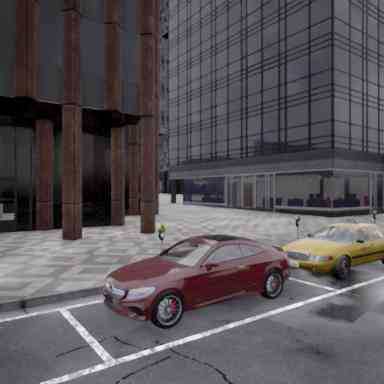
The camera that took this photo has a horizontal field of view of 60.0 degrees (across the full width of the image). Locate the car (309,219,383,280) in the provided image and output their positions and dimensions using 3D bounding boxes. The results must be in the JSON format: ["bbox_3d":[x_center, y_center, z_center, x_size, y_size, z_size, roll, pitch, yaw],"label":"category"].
[{"bbox_3d":[4.575,1.524,9.948,4.829,1.417,1.752,0,0,-36],"label":"car"}]

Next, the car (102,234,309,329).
[{"bbox_3d":[0.296,1.581,6.875,4.206,1.307,1.802,0,0,-36],"label":"car"}]
